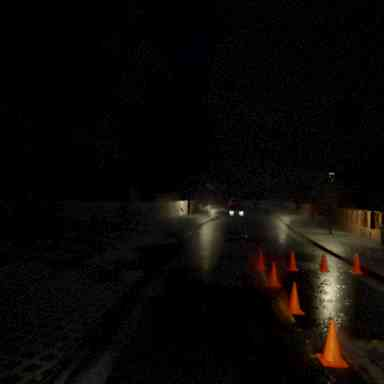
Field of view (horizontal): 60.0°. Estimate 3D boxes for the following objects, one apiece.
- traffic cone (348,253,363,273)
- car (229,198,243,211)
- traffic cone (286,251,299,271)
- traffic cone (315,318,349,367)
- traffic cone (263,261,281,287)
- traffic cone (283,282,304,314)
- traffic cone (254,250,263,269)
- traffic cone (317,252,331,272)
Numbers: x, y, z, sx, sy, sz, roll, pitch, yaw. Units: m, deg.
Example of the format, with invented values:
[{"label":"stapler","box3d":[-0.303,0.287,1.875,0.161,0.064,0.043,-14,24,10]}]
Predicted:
[{"label":"traffic cone","box3d":[5.196,2.237,10.532,0.340,0.580,0.340,2,-1,2]},{"label":"car","box3d":[7.328,2.118,55.837,2.150,2.045,5.566,2,-1,4]},{"label":"traffic cone","box3d":[3.199,2.175,10.613,0.340,0.580,0.340,2,-1,2]},{"label":"traffic cone","box3d":[1.961,2.070,4.658,0.340,0.580,0.340,2,-1,2]},{"label":"traffic cone","box3d":[2.120,2.119,8.655,0.340,0.580,0.340,2,-1,2]},{"label":"traffic cone","box3d":[2.041,2.094,6.656,0.340,0.580,0.340,2,-1,2]},{"label":"traffic cone","box3d":[2.200,2.144,10.653,0.340,0.580,0.340,2,-1,2]},{"label":"traffic cone","box3d":[4.198,2.206,10.572,0.340,0.580,0.340,2,-1,2]}]
